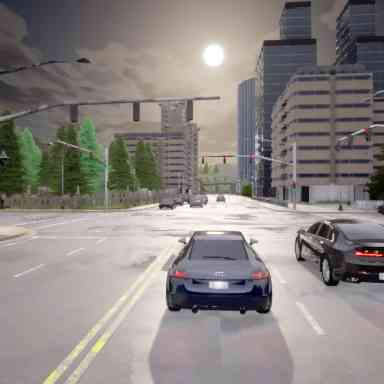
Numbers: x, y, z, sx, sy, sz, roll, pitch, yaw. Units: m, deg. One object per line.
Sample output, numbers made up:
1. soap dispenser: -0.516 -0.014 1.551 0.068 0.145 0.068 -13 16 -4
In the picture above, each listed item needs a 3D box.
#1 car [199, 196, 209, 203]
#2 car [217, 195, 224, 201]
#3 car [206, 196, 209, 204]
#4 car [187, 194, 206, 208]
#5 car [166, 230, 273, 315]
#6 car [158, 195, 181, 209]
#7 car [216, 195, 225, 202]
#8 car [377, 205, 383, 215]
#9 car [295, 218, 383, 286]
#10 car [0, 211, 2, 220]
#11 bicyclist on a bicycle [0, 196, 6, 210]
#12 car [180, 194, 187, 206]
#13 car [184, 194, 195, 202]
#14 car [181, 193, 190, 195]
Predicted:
1. car: 2.424 1.505 68.383 1.837 1.490 4.892 0 0 5
2. car: 7.408 1.500 85.820 1.837 1.490 4.892 0 0 5
3. car: 1.484 1.352 58.013 2.097 1.767 4.553 0 0 5
4. car: 0.704 1.505 48.922 1.837 1.490 4.892 0 0 5
5. car: 0.597 1.564 7.699 1.994 1.385 4.181 0 0 4
6. car: -3.163 1.547 44.708 2.033 1.411 5.357 0 0 5
7. car: 6.578 1.553 75.905 1.994 1.385 4.181 0 0 5
8. car: 20.362 1.478 31.592 5.008 1.535 1.882 0 0 5
9. car: 4.230 1.505 9.317 1.837 1.490 4.892 0 0 4
10. car: -16.323 1.478 23.906 5.008 1.535 1.882 0 0 5
11. bicyclist on a bicycle: -22.317 1.301 38.934 0.582 1.620 1.656 0 0 5
12. car: -2.315 1.547 54.747 2.033 1.411 5.357 0 0 5
13. car: -0.538 1.355 74.836 2.097 1.767 4.553 0 0 5
14. car: -1.416 1.221 64.884 2.150 2.045 5.566 0 0 5
